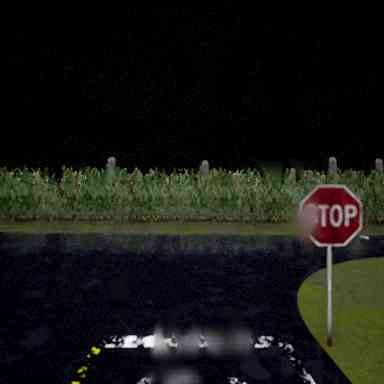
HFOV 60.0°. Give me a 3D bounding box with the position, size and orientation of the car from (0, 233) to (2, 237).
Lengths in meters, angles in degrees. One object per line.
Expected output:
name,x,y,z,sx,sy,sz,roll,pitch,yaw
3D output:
car,-10.667,1.449,13.395,5.357,1.411,2.033,0,-1,6
